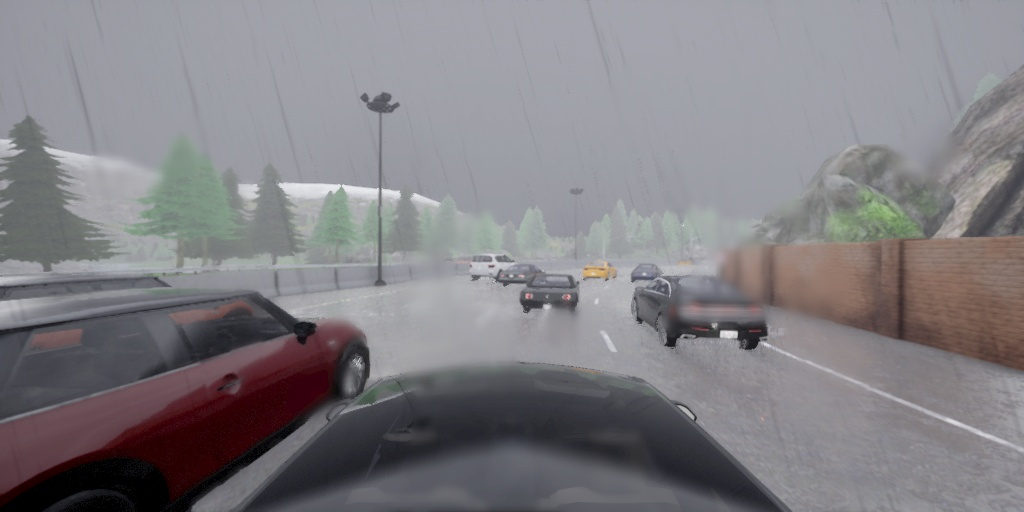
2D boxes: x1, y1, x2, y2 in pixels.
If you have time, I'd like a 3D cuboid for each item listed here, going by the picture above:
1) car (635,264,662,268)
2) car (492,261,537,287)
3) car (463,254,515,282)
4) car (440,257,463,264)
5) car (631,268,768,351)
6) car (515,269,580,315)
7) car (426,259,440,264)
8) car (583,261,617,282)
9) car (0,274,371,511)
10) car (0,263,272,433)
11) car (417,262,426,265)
[{"bbox_3d":[10.362,1.265,27.382,1.994,1.385,4.181,0,0,27],"label":"car"},{"bbox_3d":[0.832,1.218,23.330,2.033,1.411,5.357,0,0,20],"label":"car"},{"bbox_3d":[-1.212,0.865,27.520,2.150,2.045,5.566,0,0,23],"label":"car"},{"bbox_3d":[-6.637,0.895,46.772,2.097,1.767,4.553,1,0,35],"label":"car"},{"bbox_3d":[4.351,1.234,9.061,2.128,1.511,4.902,0,0,8],"label":"car"},{"bbox_3d":[1.597,1.313,13.530,1.895,1.301,4.718,0,0,12],"label":"car"},{"bbox_3d":[-9.021,1.026,49.537,1.837,1.490,4.892,0,0,35],"label":"car"},{"bbox_3d":[7.134,1.158,28.751,1.882,1.535,5.008,0,0,27],"label":"car"},{"bbox_3d":[-3.200,1.079,3.455,2.097,1.767,4.553,0,0,3],"label":"car"},{"bbox_3d":[-6.536,1.053,5.766,2.097,1.767,4.553,0,0,4],"label":"car"},{"bbox_3d":[-11.434,1.100,52.175,1.895,1.301,4.718,0,0,36],"label":"car"}]
